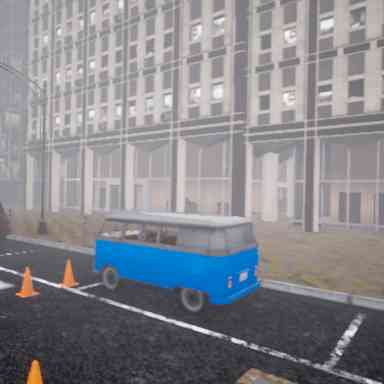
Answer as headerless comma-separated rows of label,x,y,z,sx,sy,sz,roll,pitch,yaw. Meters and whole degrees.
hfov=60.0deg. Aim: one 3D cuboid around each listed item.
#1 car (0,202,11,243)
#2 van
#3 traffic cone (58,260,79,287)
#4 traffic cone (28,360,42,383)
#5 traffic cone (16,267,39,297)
car,-9.669,1.232,14.154,5.009,1.841,2.192,1,0,36
van,-0.515,1.354,7.415,3.998,1.788,1.690,1,0,36
traffic cone,-2.979,1.940,8.035,0.340,0.580,0.340,1,0,36
traffic cone,-1.536,1.948,3.248,0.340,0.580,0.340,1,0,36
traffic cone,-3.571,1.931,7.230,0.340,0.580,0.340,1,0,36
